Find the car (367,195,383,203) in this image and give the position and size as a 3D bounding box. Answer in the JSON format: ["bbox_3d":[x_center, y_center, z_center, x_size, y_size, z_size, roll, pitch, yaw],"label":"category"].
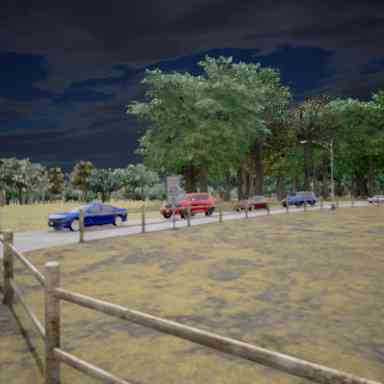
[{"bbox_3d":[28.502,1.121,49.912,4.718,1.301,1.895,0,-1,-30],"label":"car"}]

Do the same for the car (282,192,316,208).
[{"bbox_3d":[13.910,0.981,43.105,5.566,2.045,2.150,-1,-1,-41],"label":"car"}]

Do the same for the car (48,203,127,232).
[{"bbox_3d":[-6.186,1.437,20.153,1.882,1.535,5.008,-2,-1,36],"label":"car"}]

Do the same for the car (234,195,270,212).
[{"bbox_3d":[6.475,1.192,35.967,2.097,1.767,4.553,-2,-1,43],"label":"car"}]

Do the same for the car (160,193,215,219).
[{"bbox_3d":[-0.240,1.130,28.153,2.150,2.045,5.566,-2,-1,38],"label":"car"}]
